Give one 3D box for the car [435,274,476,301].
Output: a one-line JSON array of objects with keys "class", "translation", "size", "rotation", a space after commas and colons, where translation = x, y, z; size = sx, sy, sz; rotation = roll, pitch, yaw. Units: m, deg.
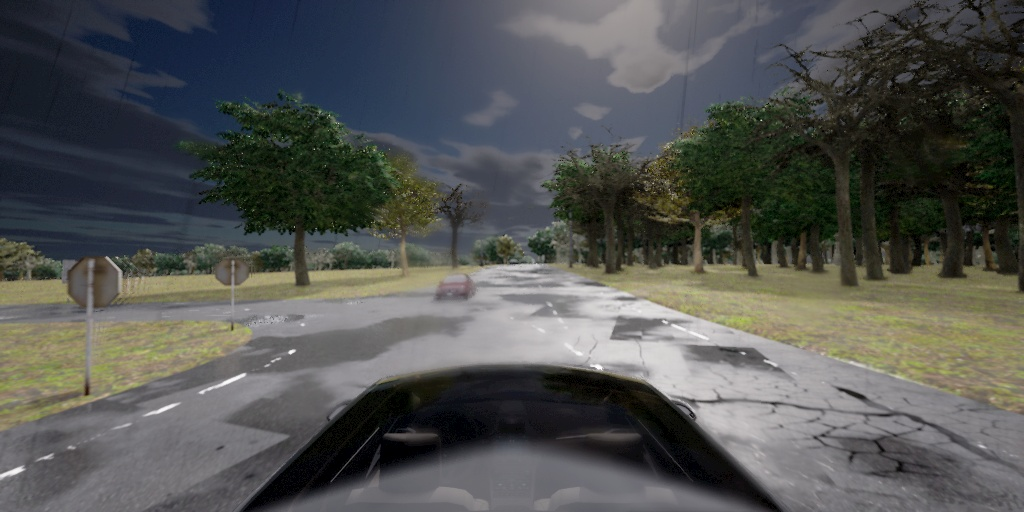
[{"class": "car", "translation": [-3.276, 1.815, 21.529], "size": [1.812, 1.442, 4.674], "rotation": [-2, -1, 2]}]
